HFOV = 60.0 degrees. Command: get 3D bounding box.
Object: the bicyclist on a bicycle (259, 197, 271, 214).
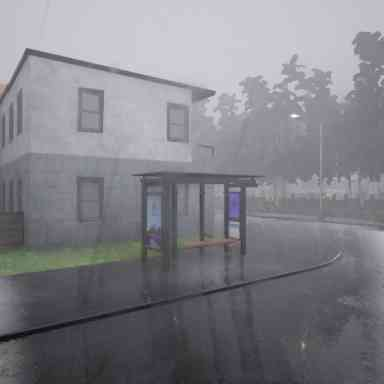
[{"bbox_3d":[7.095,1.351,32.406,1.656,1.620,0.582,0,0,-35],"label":"bicyclist on a bicycle"}]
